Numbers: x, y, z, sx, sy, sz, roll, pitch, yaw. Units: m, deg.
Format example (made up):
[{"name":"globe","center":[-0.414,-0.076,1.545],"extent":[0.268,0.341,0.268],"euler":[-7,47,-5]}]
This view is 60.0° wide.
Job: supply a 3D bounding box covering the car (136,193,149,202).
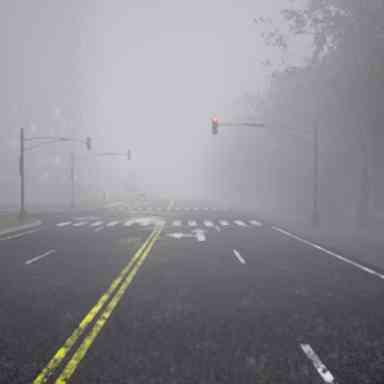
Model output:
[{"name":"car","center":[-8.195,0.930,54.841],"extent":[1.812,1.442,4.674],"euler":[0,2,-4]}]
